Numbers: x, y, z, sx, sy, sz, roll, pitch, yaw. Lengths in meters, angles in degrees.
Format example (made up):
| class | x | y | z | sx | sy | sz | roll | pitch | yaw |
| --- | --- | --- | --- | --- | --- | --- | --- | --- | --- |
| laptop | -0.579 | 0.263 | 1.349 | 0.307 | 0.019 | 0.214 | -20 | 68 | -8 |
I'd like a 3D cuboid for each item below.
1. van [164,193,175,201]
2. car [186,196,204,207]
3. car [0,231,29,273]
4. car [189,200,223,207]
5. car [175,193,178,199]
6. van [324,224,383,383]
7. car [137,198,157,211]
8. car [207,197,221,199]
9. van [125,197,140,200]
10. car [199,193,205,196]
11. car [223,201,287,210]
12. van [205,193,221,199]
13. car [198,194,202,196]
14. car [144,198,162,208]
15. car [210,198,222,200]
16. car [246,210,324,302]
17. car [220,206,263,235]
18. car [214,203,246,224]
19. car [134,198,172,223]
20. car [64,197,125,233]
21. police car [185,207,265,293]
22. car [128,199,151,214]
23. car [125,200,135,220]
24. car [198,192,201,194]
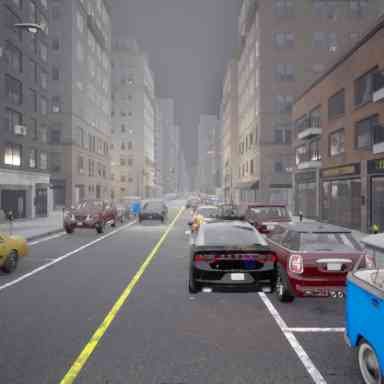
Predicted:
| class | x | y | z | sx | sy | sz | roll | pitch | yaw |
| --- | --- | --- | --- | --- | --- | --- | --- | --- | --- |
| van | -5.461 | 1.291 | 75.147 | 1.690 | 1.788 | 3.998 | 0 | 0 | 0 |
| car | 0.237 | 1.551 | 44.077 | 1.994 | 1.385 | 4.181 | 0 | 0 | 1 |
| car | -5.817 | 1.525 | 8.104 | 1.752 | 1.417 | 4.829 | 0 | 0 | 0 |
| car | 0.886 | 1.454 | 19.079 | 1.801 | 1.575 | 5.366 | 0 | 0 | 0 |
| car | -5.402 | 1.248 | 86.319 | 2.192 | 1.841 | 5.009 | 0 | 0 | 0 |
| van | 2.679 | 1.341 | 2.569 | 1.690 | 1.788 | 3.998 | 0 | 0 | 0 |
| car | -5.637 | 1.514 | 42.114 | 1.752 | 1.417 | 4.829 | 0 | 0 | 0 |
| car | 2.860 | 1.576 | 36.585 | 1.802 | 1.307 | 4.206 | 0 | 0 | 0 |
| van | -5.696 | 1.338 | 30.946 | 1.690 | 1.788 | 3.998 | 0 | 0 | 0 |
| car | 3.064 | 1.390 | 75.119 | 1.967 | 1.590 | 4.097 | 0 | 0 | 0 |
| car | 2.739 | 1.314 | 13.908 | 2.192 | 1.841 | 5.009 | 0 | 0 | 0 |
| van | 2.890 | 1.330 | 42.255 | 1.690 | 1.788 | 3.998 | 0 | 0 | 0 |
| car | 0.279 | 1.454 | 53.157 | 1.882 | 1.535 | 5.008 | 0 | 0 | 0 |
| car | -5.605 | 1.533 | 47.951 | 2.008 | 1.369 | 4.403 | 0 | 0 | 0 |
| car | 2.830 | 1.548 | 30.915 | 2.008 | 1.369 | 4.403 | 0 | 0 | 0 |
| car | 2.709 | 1.440 | 8.239 | 1.967 | 1.590 | 4.097 | 0 | 0 | 0 |
| car | 2.769 | 1.564 | 19.577 | 1.947 | 1.339 | 4.313 | 0 | 0 | 0 |
| car | 2.799 | 1.564 | 25.246 | 1.947 | 1.339 | 4.313 | 0 | 0 | 0 |
| car | -2.867 | 1.475 | 25.531 | 1.882 | 1.535 | 5.008 | 0 | 0 | 0 |
| car | -5.756 | 1.313 | 19.610 | 2.192 | 1.841 | 5.009 | 0 | 0 | 0 |
| police car | 0.842 | 1.425 | 8.984 | 1.930 | 1.638 | 5.238 | 0 | 0 | -1 |
| car | -5.667 | 1.520 | 36.445 | 1.752 | 1.417 | 4.829 | 0 | 0 | 0 |
| car | -5.726 | 1.549 | 25.278 | 2.008 | 1.369 | 4.403 | 0 | 0 | 0 |
| car | 3.124 | 1.248 | 86.289 | 2.192 | 1.841 | 5.009 | 0 | 0 | 0 |
